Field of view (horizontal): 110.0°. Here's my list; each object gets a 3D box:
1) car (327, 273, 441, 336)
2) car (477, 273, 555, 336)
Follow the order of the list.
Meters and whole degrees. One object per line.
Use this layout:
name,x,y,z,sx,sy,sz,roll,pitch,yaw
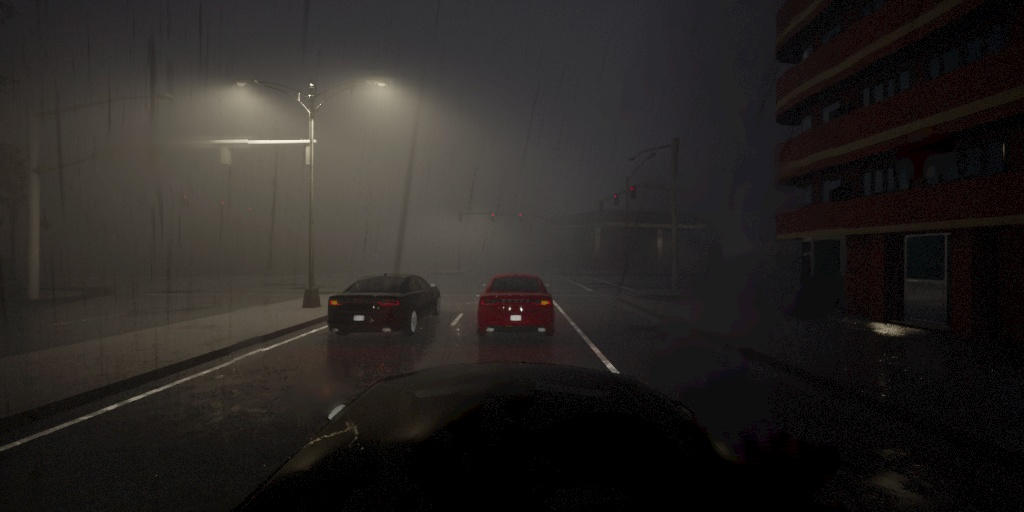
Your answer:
car,-3.392,1.227,10.447,1.882,1.535,5.008,0,0,0
car,0.113,1.227,10.460,1.882,1.535,5.008,0,0,1
